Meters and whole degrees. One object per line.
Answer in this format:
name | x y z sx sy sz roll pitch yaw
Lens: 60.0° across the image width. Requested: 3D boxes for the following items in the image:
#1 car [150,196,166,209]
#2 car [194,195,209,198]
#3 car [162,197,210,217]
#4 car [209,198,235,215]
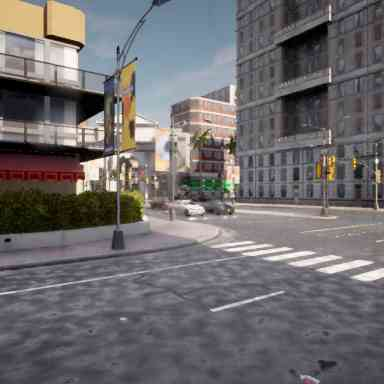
car | -3.444 1.352 42.198 2.097 1.767 4.553 0 0 -35
car | 2.017 1.500 80.795 4.892 1.490 1.837 0 0 -35
car | -0.648 1.526 32.105 1.812 1.442 4.674 0 0 -35
car | 2.423 1.564 33.825 1.994 1.385 4.181 0 0 -35
